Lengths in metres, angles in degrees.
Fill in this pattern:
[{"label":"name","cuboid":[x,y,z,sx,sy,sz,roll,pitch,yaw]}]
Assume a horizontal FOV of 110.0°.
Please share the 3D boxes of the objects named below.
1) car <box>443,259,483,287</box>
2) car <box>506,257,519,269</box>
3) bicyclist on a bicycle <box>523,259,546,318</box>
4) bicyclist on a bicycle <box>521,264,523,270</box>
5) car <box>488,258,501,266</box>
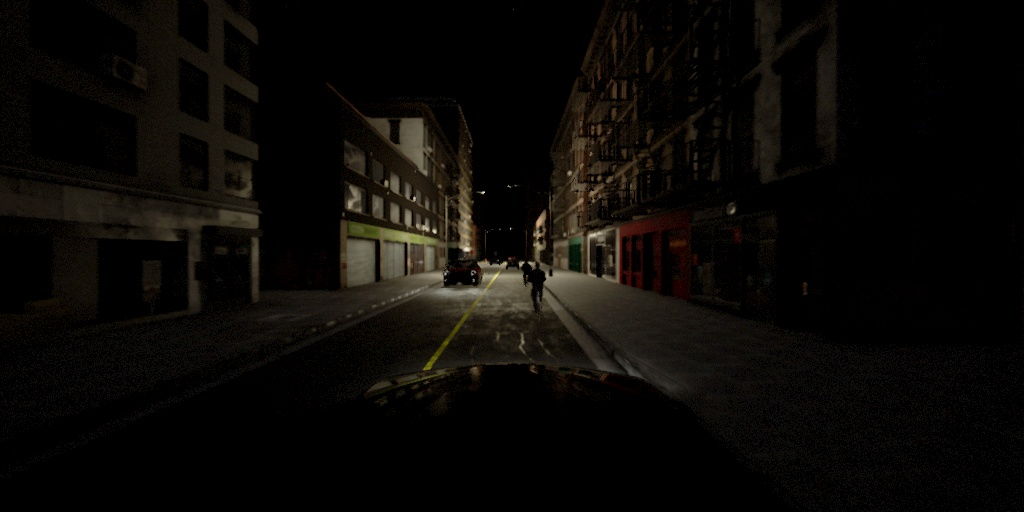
[{"label":"car","cuboid":[-3.091,1.007,23.321,2.097,1.767,4.553,0,0,0]},{"label":"car","cuboid":[0.095,1.079,50.859,2.033,1.411,5.357,0,0,0]},{"label":"bicyclist on a bicycle","cuboid":[0.828,1.076,11.880,0.659,1.776,1.843,0,0,0]},{"label":"bicyclist on a bicycle","cuboid":[0.831,1.036,20.881,0.659,1.776,1.843,0,0,0]},{"label":"car","cuboid":[-3.016,0.993,63.604,1.812,1.442,4.674,0,0,1]}]
